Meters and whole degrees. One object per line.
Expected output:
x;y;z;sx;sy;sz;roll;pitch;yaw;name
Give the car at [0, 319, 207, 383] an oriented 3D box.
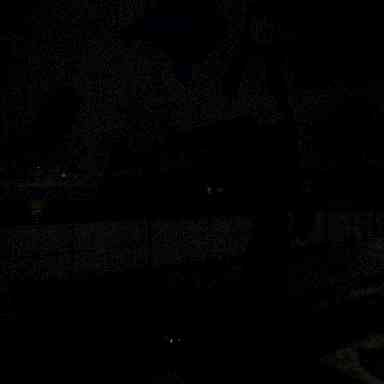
-2.307;1.540;1.412;5.357;1.411;2.033;1;0;-36;car
